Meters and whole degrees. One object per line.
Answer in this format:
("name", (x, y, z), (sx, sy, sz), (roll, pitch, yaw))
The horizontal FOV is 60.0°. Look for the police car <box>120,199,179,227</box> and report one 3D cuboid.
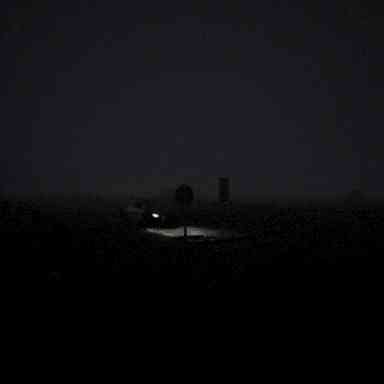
("police car", (-2.624, 1.235, 20.435), (2.038, 1.542, 4.974), (1, 0, -36))
